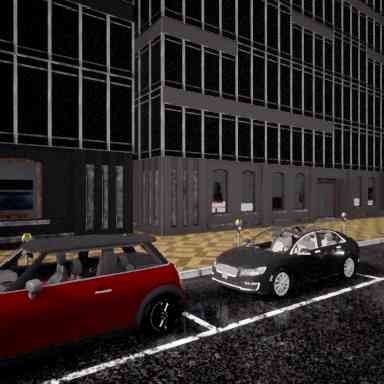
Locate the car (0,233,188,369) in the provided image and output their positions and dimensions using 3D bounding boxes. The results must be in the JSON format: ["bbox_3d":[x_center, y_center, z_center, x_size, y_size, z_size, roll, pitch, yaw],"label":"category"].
[{"bbox_3d":[-2.158,1.440,5.021,4.097,1.590,1.967,0,0,-35],"label":"car"}]

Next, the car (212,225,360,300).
[{"bbox_3d":[2.477,1.549,8.324,4.403,1.369,2.008,0,0,-35],"label":"car"}]
